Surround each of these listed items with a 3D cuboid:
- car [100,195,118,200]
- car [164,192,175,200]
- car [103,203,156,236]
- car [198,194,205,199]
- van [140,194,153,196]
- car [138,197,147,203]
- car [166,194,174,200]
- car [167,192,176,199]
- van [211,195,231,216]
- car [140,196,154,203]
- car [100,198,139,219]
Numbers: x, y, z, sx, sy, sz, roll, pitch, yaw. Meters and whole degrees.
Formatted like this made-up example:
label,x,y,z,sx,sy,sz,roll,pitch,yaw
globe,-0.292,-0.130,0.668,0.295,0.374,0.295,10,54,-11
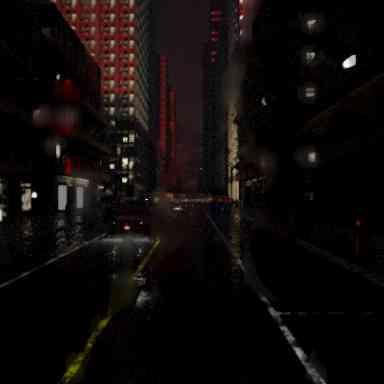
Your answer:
label,x,y,z,sx,sy,sz,roll,pitch,yaw
car,-16.499,1.278,65.010,4.097,1.590,1.967,0,-1,0
car,-5.684,1.168,80.431,1.967,1.590,4.097,1,0,0
car,-3.101,1.504,17.840,1.994,1.385,4.181,0,0,0
car,2.692,1.273,91.644,1.802,1.307,4.206,1,0,0
van,-5.814,1.198,42.364,1.690,1.788,3.998,1,0,0
car,-5.647,1.477,31.285,1.802,1.307,4.206,1,0,0
car,-5.688,1.291,86.006,1.802,1.307,4.206,1,0,0
car,-5.683,1.006,91.581,2.192,1.841,5.009,1,0,0
van,2.705,1.236,31.337,1.690,1.788,3.998,1,0,0
car,-5.648,1.442,36.824,1.947,1.339,4.313,1,0,0
car,-5.646,1.464,25.743,2.008,1.369,4.403,1,0,0
